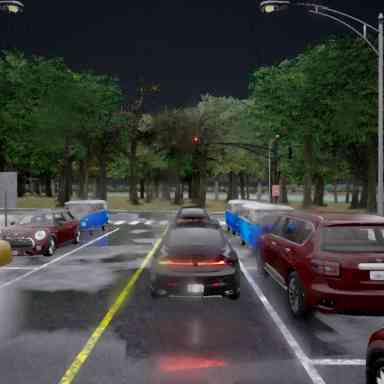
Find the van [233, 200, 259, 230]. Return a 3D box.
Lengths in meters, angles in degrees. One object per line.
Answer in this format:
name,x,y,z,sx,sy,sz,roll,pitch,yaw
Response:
van,2.760,1.342,12.735,1.690,1.788,3.998,0,0,0

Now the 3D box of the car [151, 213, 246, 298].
car,0.076,1.505,8.469,1.837,1.490,4.892,0,0,0

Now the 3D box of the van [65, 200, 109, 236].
van,-5.766,1.342,18.171,1.690,1.788,3.998,0,0,0

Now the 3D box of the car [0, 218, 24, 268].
car,-5.764,1.525,7.126,1.752,1.417,4.829,0,0,0

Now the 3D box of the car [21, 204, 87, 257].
car,-5.765,1.441,12.733,1.967,1.590,4.097,0,0,0

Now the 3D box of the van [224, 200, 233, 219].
van,2.759,1.342,18.172,1.690,1.788,3.998,0,0,0

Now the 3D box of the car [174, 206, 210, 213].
car,0.009,1.506,17.874,1.837,1.490,4.892,0,0,-1

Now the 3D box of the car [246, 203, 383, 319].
car,2.761,1.315,7.297,2.192,1.841,5.009,0,0,0

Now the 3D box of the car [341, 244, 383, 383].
car,2.762,1.440,1.859,1.967,1.590,4.097,0,0,0
